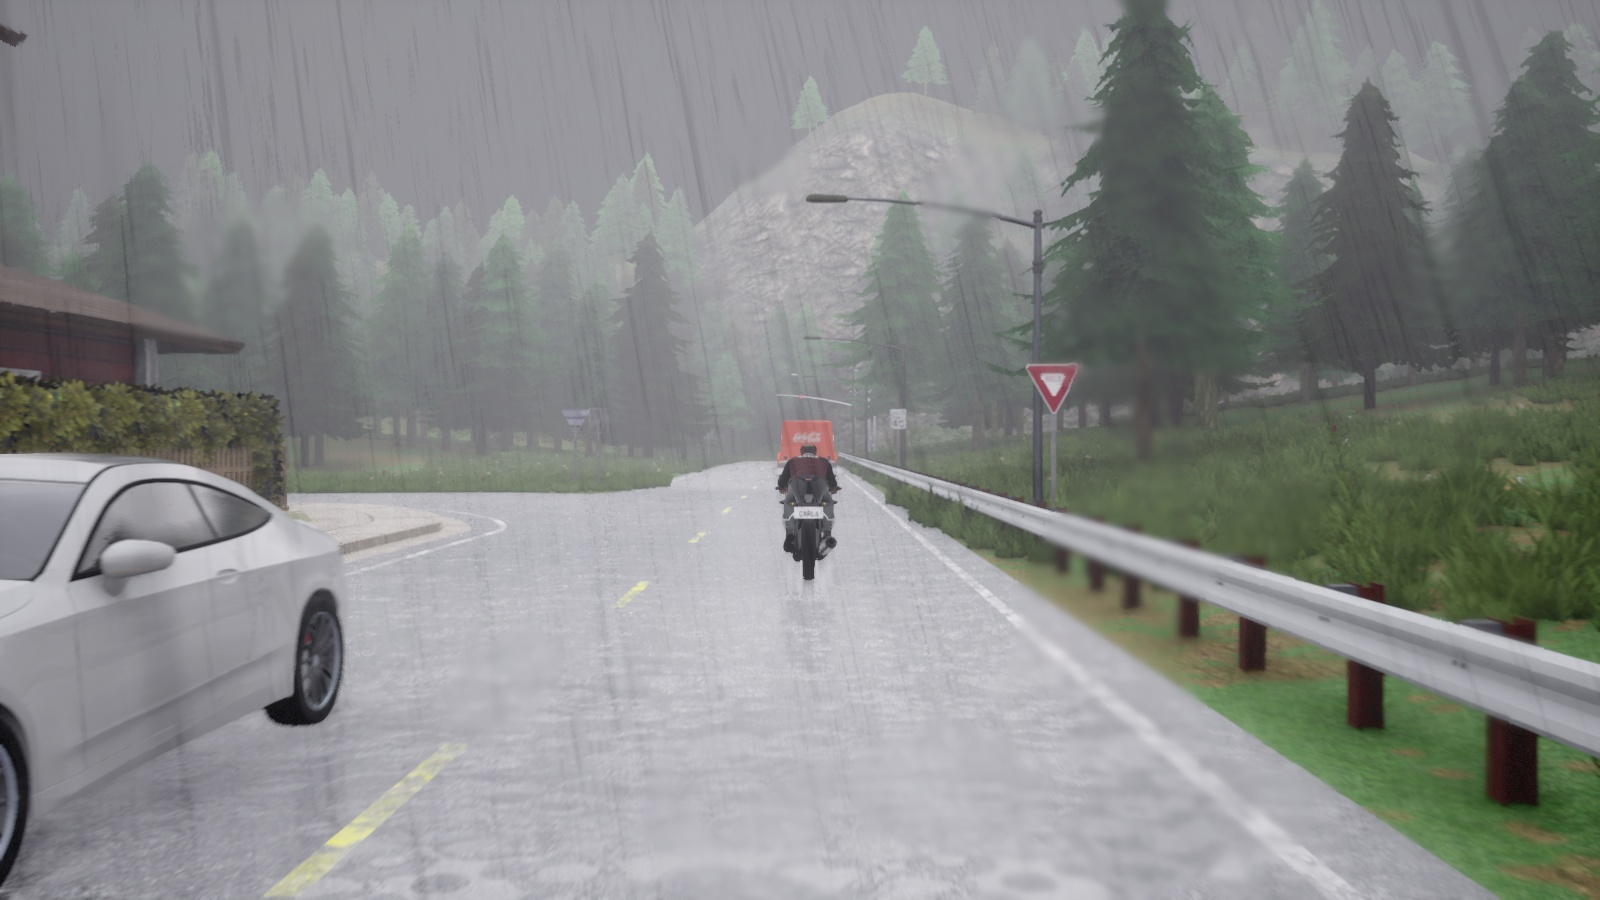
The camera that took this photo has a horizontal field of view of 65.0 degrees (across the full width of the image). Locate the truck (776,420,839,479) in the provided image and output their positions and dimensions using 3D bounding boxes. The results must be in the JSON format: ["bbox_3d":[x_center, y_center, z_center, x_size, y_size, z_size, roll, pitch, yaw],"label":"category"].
[{"bbox_3d":[0.329,-0.051,55.324,2.627,2.467,5.204,0,0,0],"label":"truck"}]

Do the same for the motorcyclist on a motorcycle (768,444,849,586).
[{"bbox_3d":[0.098,0.699,14.638,0.866,1.530,2.191,0,0,0],"label":"motorcyclist on a motorcycle"}]

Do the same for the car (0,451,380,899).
[{"bbox_3d":[-3.455,0.740,5.241,1.812,1.442,4.674,0,0,0],"label":"car"}]
